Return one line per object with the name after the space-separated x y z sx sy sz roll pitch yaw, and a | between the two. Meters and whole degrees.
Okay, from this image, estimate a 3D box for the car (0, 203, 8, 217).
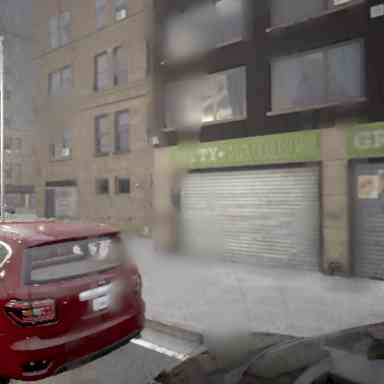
-22.127 1.916 33.999 2.033 1.411 5.357 -1 0 35 | car

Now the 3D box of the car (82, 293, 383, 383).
1.536 1.564 1.985 4.313 1.339 1.947 -1 0 35 | car

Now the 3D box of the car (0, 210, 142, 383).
-2.963 1.368 5.194 5.009 1.841 2.192 -1 0 35 | car

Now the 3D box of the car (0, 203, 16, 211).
-19.564 1.824 31.994 2.128 1.511 4.902 -1 0 35 | car
